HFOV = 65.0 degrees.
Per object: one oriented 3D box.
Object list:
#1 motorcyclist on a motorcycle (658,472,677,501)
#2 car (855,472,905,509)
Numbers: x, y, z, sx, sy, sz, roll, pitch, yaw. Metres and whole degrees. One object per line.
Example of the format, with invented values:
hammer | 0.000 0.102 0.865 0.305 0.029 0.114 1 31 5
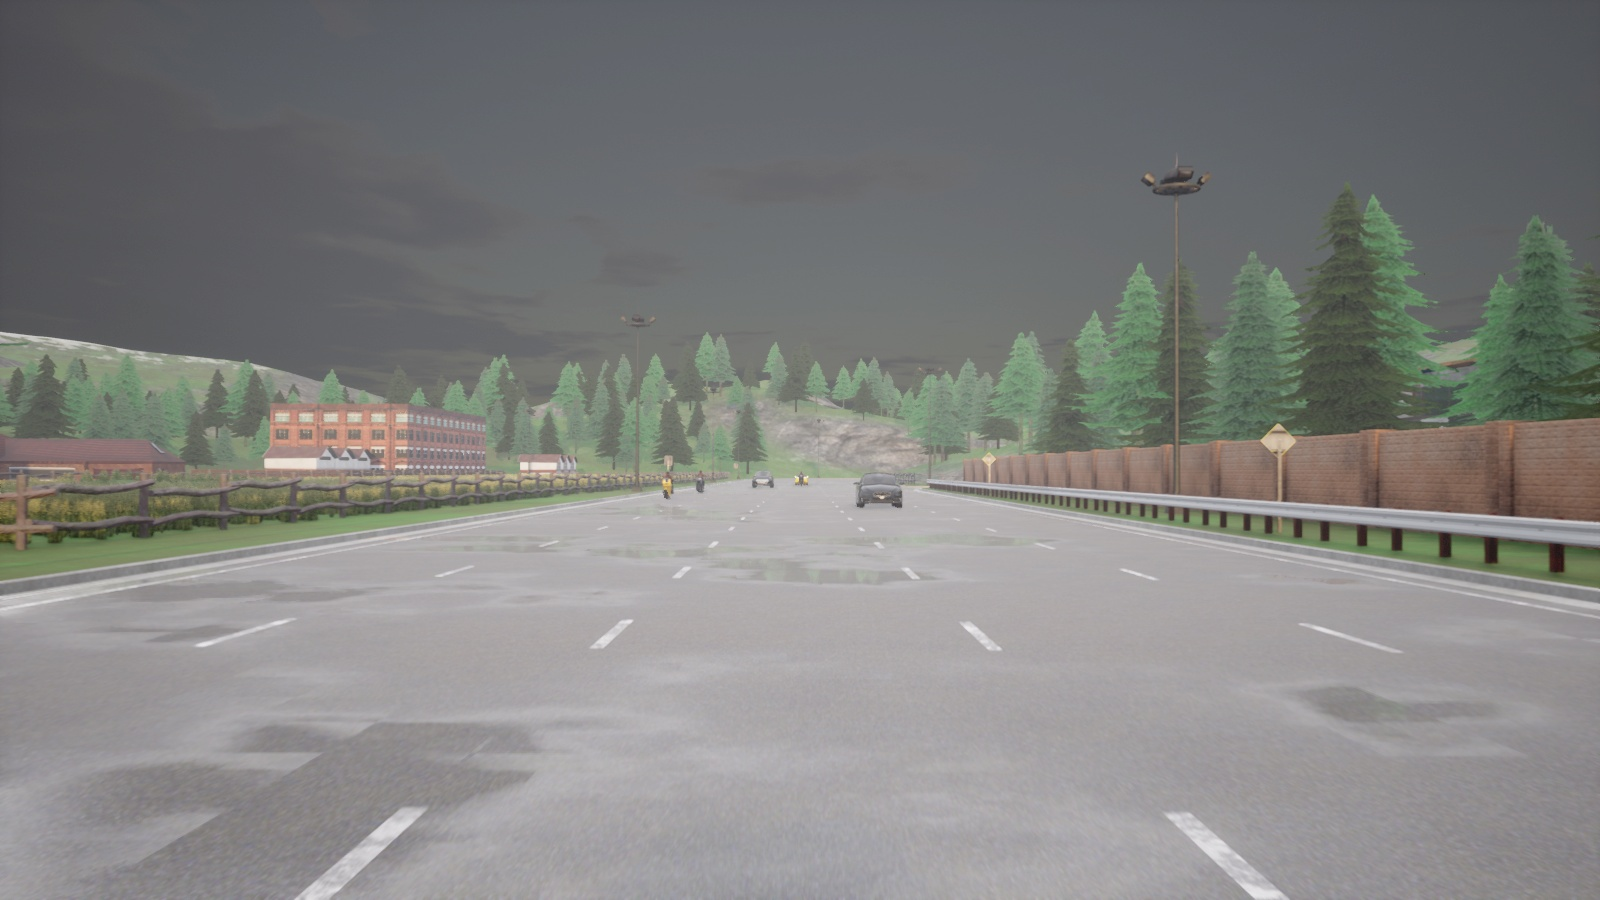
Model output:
motorcyclist on a motorcycle | -7.055 1.945 66.910 0.797 1.523 2.044 0 -1 0
car | 3.402 1.708 54.046 1.837 1.490 4.892 0 0 0
